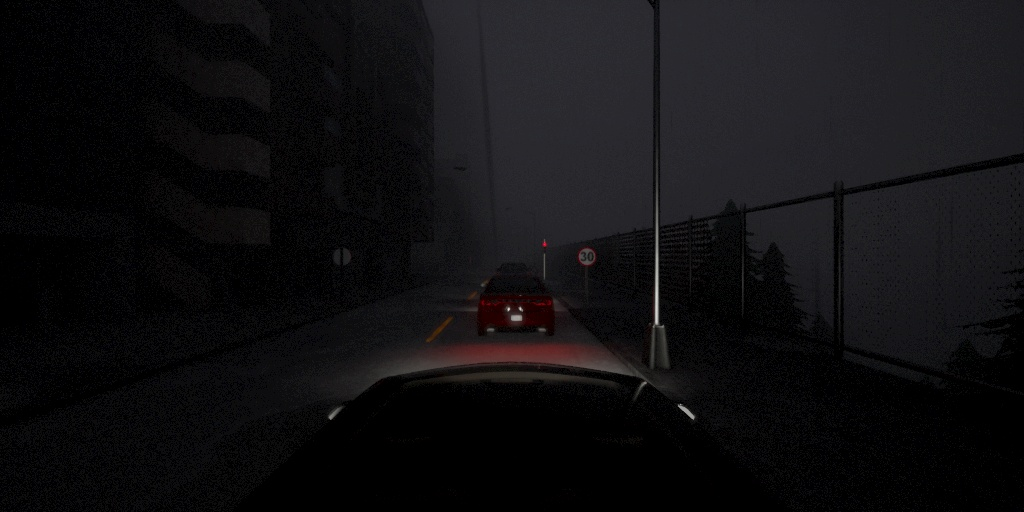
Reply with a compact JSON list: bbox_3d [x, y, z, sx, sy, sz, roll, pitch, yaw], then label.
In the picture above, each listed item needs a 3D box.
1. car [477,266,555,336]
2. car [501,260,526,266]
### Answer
[{"bbox_3d":[0.092,1.227,10.436,1.882,1.535,5.008,0,0,0],"label":"car"},{"bbox_3d":[0.086,1.101,20.806,2.097,1.767,4.553,0,0,0],"label":"car"}]
